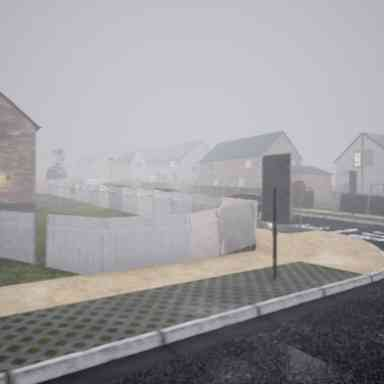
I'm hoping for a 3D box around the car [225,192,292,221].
[{"bbox_3d":[3.815,0.822,20.420,1.882,1.535,5.008,0,3,-35],"label":"car"}]

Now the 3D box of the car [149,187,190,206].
[{"bbox_3d":[-2.055,0.363,28.840,1.837,1.490,4.892,0,2,-35],"label":"car"}]

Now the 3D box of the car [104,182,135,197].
[{"bbox_3d":[-7.716,-0.111,36.984,1.837,1.490,4.892,0,3,-35],"label":"car"}]

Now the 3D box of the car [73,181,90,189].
[{"bbox_3d":[-19.707,-1.240,59.324,2.033,1.411,5.357,0,2,-34],"label":"car"}]

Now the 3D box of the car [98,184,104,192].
[{"bbox_3d":[-12.040,-0.650,48.331,1.837,1.490,4.892,0,2,-35],"label":"car"}]
